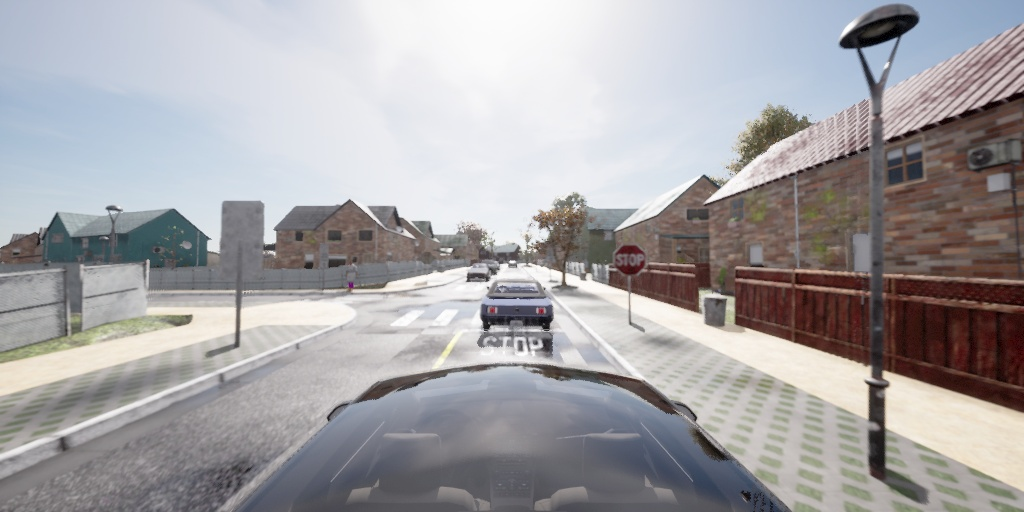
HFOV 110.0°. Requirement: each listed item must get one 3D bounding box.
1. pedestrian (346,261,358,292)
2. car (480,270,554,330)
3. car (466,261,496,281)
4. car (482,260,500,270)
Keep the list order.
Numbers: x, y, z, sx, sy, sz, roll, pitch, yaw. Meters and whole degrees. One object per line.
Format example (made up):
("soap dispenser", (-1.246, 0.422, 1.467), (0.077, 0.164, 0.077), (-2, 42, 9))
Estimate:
("pedestrian", (-9.873, 1.218, 21.973), (0.375, 1.860, 0.375), (0, -2, 5))
("car", (0.132, 1.333, 11.138), (1.895, 1.301, 4.718), (1, 1, 0))
("car", (-2.794, 1.370, 31.122), (2.033, 1.411, 5.357), (0, 0, 0))
("car", (-2.770, 1.214, 41.105), (2.097, 1.767, 4.553), (0, 0, 0))
